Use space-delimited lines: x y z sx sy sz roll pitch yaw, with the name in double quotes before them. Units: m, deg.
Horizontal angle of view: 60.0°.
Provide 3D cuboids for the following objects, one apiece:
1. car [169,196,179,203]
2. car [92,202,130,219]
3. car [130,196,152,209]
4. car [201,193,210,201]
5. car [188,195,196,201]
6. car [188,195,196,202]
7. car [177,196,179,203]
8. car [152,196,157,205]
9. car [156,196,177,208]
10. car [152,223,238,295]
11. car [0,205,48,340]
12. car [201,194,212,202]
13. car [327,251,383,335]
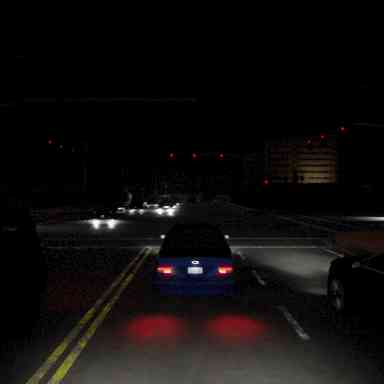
"car" -3.578 1.505 68.022 1.837 1.490 4.892 0 0 0
"car" -7.129 1.548 29.146 2.033 1.411 5.357 0 0 0
"car" -7.143 1.547 44.751 2.033 1.411 5.357 0 0 0
"car" 3.418 1.228 84.631 2.097 1.767 4.553 0 0 0
"car" -0.082 1.425 84.656 1.994 1.385 4.181 0 0 0
"car" -0.072 1.531 74.382 2.033 1.411 5.357 0 0 0
"car" -3.639 1.491 56.893 2.128 1.511 4.902 0 0 0
"car" -7.129 1.504 60.093 1.837 1.490 4.892 0 0 0
"car" -3.645 1.601 47.576 1.895 1.301 4.718 0 0 0
"car" 0.074 1.547 8.882 2.033 1.411 5.357 0 0 0
"car" -3.603 1.221 3.624 2.150 2.045 5.566 0 0 0
"car" 3.428 1.344 74.675 2.097 1.767 4.553 0 0 0
"car" 3.558 1.491 4.640 2.128 1.511 4.902 0 0 0
